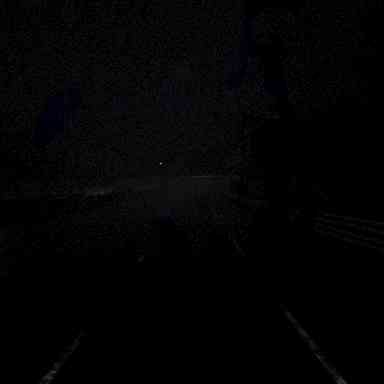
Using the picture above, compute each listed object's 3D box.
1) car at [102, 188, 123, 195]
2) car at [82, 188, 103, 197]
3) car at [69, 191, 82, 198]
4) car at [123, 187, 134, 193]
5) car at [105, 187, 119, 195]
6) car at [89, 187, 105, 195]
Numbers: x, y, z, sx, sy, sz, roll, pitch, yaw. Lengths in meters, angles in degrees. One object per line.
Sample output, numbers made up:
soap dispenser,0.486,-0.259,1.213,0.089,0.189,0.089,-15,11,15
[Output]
car,-15.620,0.465,65.605,1.837,1.490,4.892,0,2,3
car,-19.118,0.189,65.708,2.150,2.045,5.566,0,2,3
car,-22.613,0.556,65.898,1.895,1.301,4.718,0,2,3
car,-14.939,-0.395,76.753,2.097,1.767,4.553,0,2,4
car,-18.433,-0.276,76.959,1.882,1.535,5.008,0,2,4
car,-21.926,-0.233,77.193,2.128,1.511,4.902,0,2,4
